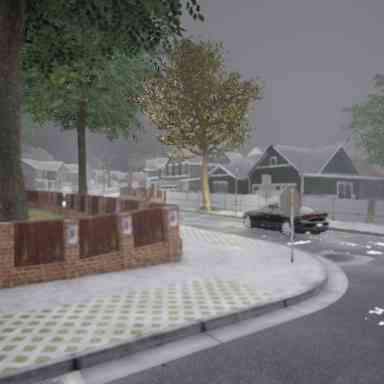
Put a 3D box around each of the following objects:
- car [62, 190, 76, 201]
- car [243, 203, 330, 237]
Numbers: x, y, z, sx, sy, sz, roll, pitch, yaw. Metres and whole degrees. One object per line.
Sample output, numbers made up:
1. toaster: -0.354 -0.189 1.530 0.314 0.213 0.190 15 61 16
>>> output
1. car: -17.654 0.481 47.279 1.812 1.442 4.674 0 1 -31
2. car: 4.515 1.278 16.734 1.882 1.535 5.008 -1 1 -25
